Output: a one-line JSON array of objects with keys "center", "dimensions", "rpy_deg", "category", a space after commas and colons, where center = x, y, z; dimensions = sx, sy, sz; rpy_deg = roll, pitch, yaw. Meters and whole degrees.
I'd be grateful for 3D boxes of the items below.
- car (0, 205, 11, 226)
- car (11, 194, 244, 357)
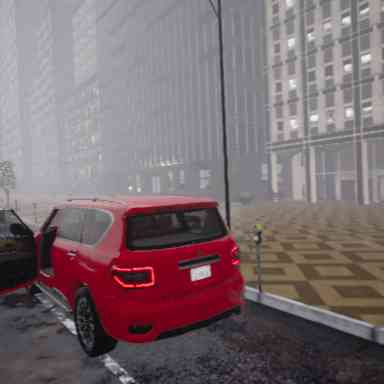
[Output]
[{"center": [-13.991, 1.266, 22.574], "dimensions": [1.967, 1.590, 4.097], "rpy_deg": [-2, 1, -38], "category": "car"}, {"center": [-1.544, 1.085, 6.201], "dimensions": [2.150, 2.045, 5.566], "rpy_deg": [-3, 2, -38], "category": "car"}]
